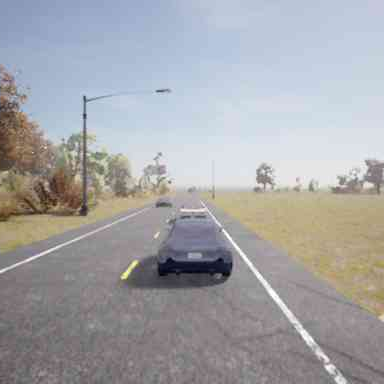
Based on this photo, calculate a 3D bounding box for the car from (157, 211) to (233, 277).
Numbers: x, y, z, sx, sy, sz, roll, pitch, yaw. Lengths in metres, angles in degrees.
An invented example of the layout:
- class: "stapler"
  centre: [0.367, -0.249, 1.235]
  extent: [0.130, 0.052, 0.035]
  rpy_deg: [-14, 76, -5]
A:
- class: "car"
  centre: [0.079, 1.498, 10.046]
  extent: [1.994, 1.385, 4.181]
  rpy_deg: [0, 0, 0]

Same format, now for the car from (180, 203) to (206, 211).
- class: "car"
  centre: [0.080, 1.441, 24.992]
  extent: [1.895, 1.301, 4.718]
  rpy_deg: [0, 0, 0]

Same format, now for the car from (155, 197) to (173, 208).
- class: "car"
  centre: [-3.589, 1.288, 43.201]
  extent: [1.994, 1.385, 4.181]
  rpy_deg: [0, 0, 0]
